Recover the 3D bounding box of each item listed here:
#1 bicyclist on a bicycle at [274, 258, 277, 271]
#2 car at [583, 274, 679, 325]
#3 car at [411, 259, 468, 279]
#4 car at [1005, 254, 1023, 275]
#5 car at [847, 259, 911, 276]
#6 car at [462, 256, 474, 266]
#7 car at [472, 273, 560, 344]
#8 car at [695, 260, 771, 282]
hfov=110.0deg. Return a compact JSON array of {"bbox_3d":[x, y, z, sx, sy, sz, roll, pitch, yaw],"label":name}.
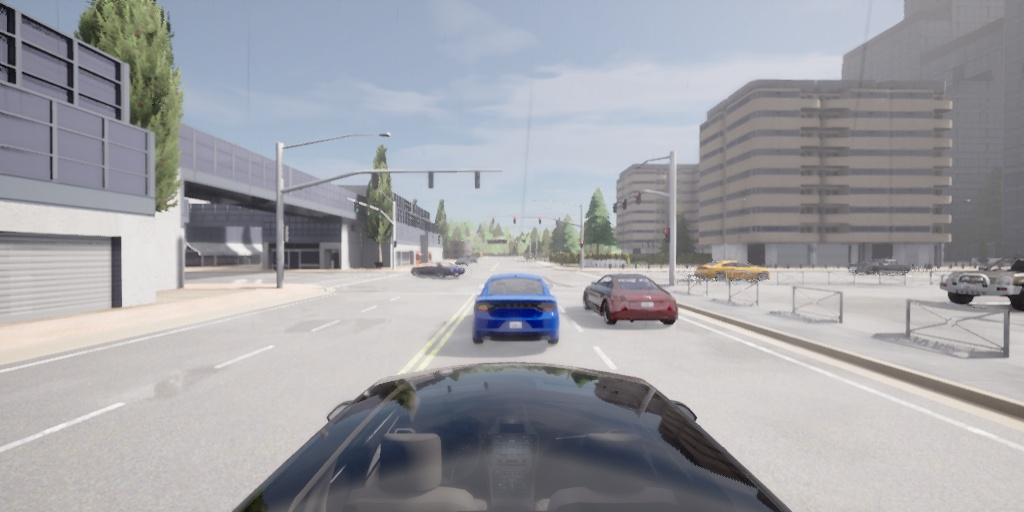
[{"bbox_3d":[-25.839,0.826,39.672,0.582,1.620,1.656,0,1,-1],"label":"bicyclist on a bicycle"},{"bbox_3d":[3.603,1.256,11.591,1.994,1.385,4.181,0,0,0],"label":"car"},{"bbox_3d":[-6.319,1.181,30.170,4.718,1.301,1.895,0,0,34],"label":"car"},{"bbox_3d":[50.670,0.636,33.980,4.553,1.767,2.097,0,0,-1],"label":"car"},{"bbox_3d":[34.438,1.054,33.742,4.902,1.511,2.128,0,0,-1],"label":"car"},{"bbox_3d":[-7.987,0.957,58.900,2.033,1.411,5.357,0,0,0],"label":"car"},{"bbox_3d":[0.095,1.182,9.459,1.882,1.535,5.008,0,0,0],"label":"car"},{"bbox_3d":[16.171,1.083,26.311,5.008,1.535,1.882,0,0,0],"label":"car"}]
